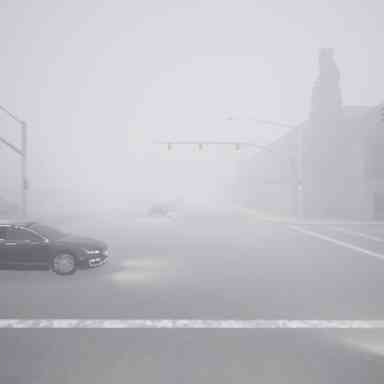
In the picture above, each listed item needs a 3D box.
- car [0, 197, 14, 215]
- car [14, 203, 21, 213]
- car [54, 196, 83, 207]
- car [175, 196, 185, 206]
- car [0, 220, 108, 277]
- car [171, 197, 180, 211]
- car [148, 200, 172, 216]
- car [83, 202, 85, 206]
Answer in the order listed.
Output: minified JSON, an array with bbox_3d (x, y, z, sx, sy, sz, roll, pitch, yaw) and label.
[{"bbox_3d":[-21.394,1.446,34.194,4.605,1.855,1.932,0,0,0],"label":"car"},{"bbox_3d":[-21.332,1.473,37.088,3.866,1.878,1.905,0,0,0],"label":"car"},{"bbox_3d":[-21.318,1.640,56.711,3.866,1.878,1.905,0,0,0],"label":"car"},{"bbox_3d":[-2.678,1.799,67.787,2.150,2.045,5.566,0,-1,2],"label":"car"},{"bbox_3d":[-5.011,1.618,9.912,4.892,1.490,1.837,0,0,-3],"label":"car"},{"bbox_3d":[-3.350,1.892,47.115,2.128,1.511,4.902,0,0,2],"label":"car"},{"bbox_3d":[-3.621,1.911,36.459,1.895,1.301,4.718,0,0,1],"label":"car"},{"bbox_3d":[-21.300,1.903,59.605,3.806,1.475,1.970,0,0,0],"label":"car"}]
